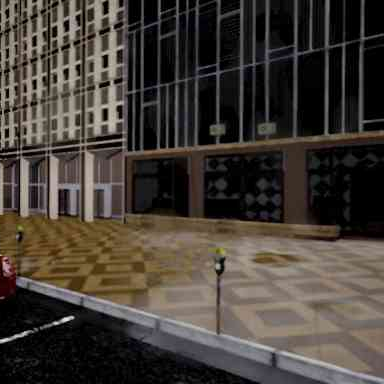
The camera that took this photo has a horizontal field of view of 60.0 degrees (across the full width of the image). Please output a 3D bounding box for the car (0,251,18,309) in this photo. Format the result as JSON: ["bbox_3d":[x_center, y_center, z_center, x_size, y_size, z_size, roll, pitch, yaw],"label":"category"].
[{"bbox_3d":[-5.327,1.456,6.644,4.097,1.590,1.967,0,0,35],"label":"car"}]
